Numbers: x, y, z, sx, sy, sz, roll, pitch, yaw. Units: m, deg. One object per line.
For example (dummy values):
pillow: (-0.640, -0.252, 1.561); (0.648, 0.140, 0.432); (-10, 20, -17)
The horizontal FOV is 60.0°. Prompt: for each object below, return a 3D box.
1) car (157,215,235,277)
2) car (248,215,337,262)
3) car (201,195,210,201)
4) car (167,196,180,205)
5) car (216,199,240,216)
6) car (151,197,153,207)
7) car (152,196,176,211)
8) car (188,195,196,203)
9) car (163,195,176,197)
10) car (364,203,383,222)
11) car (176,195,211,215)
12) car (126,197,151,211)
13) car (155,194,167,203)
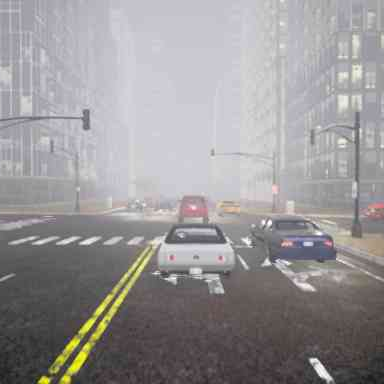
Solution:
car: (0.099, 1.601, 10.178); (1.895, 1.301, 4.718); (0, 0, 0)
car: (3.351, 1.547, 12.099); (2.033, 1.411, 5.357); (0, 0, 0)
car: (3.245, 1.502, 81.524); (2.033, 1.411, 5.357); (0, 0, 0)
car: (-3.255, 1.472, 60.644); (2.128, 1.511, 4.902); (0, 0, 0)
car: (3.358, 1.447, 31.523); (1.882, 1.535, 5.008); (0, -1, 0)
car: (-6.557, 1.466, 49.532); (1.882, 1.535, 5.008); (0, 0, -1)
car: (-3.342, 1.557, 40.296); (1.994, 1.385, 4.181); (0, 0, 0)
car: (-0.005, 1.497, 71.304); (1.812, 1.442, 4.674); (0, 0, 0)
car: (-3.323, 1.589, 50.256); (1.895, 1.301, 4.718); (0, 0, 0)
car: (16.398, 1.354, 25.685); (5.566, 2.045, 2.150); (1, 1, 1)
car: (0.116, 1.201, 26.338); (2.150, 2.045, 5.566); (1, 1, 0)
car: (-6.597, 1.485, 39.858); (2.128, 1.511, 4.902); (0, 0, 0)
car: (-6.506, 1.329, 69.732); (2.097, 1.767, 4.553); (0, 0, 0)
